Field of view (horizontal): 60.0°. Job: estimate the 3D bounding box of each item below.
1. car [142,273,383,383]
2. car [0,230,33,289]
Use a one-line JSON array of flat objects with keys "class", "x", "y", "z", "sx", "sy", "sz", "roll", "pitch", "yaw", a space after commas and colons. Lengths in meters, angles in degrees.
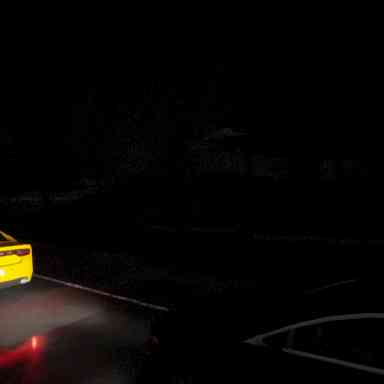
[{"class": "car", "x": 1.732, "y": 1.492, "z": 2.772, "sx": 4.902, "sy": 1.511, "sz": 2.128, "roll": 0, "pitch": 0, "yaw": 35}, {"class": "car", "x": -5.867, "y": 1.468, "z": 8.023, "sx": 5.008, "sy": 1.535, "sz": 1.882, "roll": 0, "pitch": 0, "yaw": 35}]
